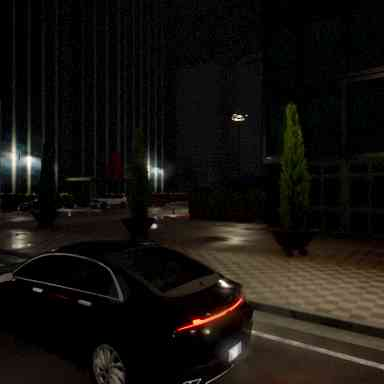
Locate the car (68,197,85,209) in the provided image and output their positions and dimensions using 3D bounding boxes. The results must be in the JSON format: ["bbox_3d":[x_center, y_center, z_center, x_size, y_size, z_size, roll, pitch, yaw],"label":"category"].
[{"bbox_3d":[-15.381,1.505,45.966,1.837,1.490,4.892,0,0,35],"label":"car"}]

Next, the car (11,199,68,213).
[{"bbox_3d":[-17.080,1.491,37.459,2.128,1.511,4.902,0,0,35],"label":"car"}]

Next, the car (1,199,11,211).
[{"bbox_3d":[-21.028,1.547,37.921,2.033,1.411,5.357,0,0,35],"label":"car"}]

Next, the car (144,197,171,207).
[{"bbox_3d":[-5.562,1.564,53.835,1.994,1.385,4.181,0,0,35],"label":"car"}]

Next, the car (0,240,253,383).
[{"bbox_3d":[-1.496,1.505,5.070,4.892,1.490,1.837,0,0,36],"label":"car"}]

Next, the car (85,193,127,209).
[{"bbox_3d":[-11.363,1.221,45.597,2.150,2.045,5.566,0,0,35],"label":"car"}]

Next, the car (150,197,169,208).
[{"bbox_3d":[-5.337,1.477,47.746,1.882,1.535,5.008,0,0,35],"label":"car"}]
